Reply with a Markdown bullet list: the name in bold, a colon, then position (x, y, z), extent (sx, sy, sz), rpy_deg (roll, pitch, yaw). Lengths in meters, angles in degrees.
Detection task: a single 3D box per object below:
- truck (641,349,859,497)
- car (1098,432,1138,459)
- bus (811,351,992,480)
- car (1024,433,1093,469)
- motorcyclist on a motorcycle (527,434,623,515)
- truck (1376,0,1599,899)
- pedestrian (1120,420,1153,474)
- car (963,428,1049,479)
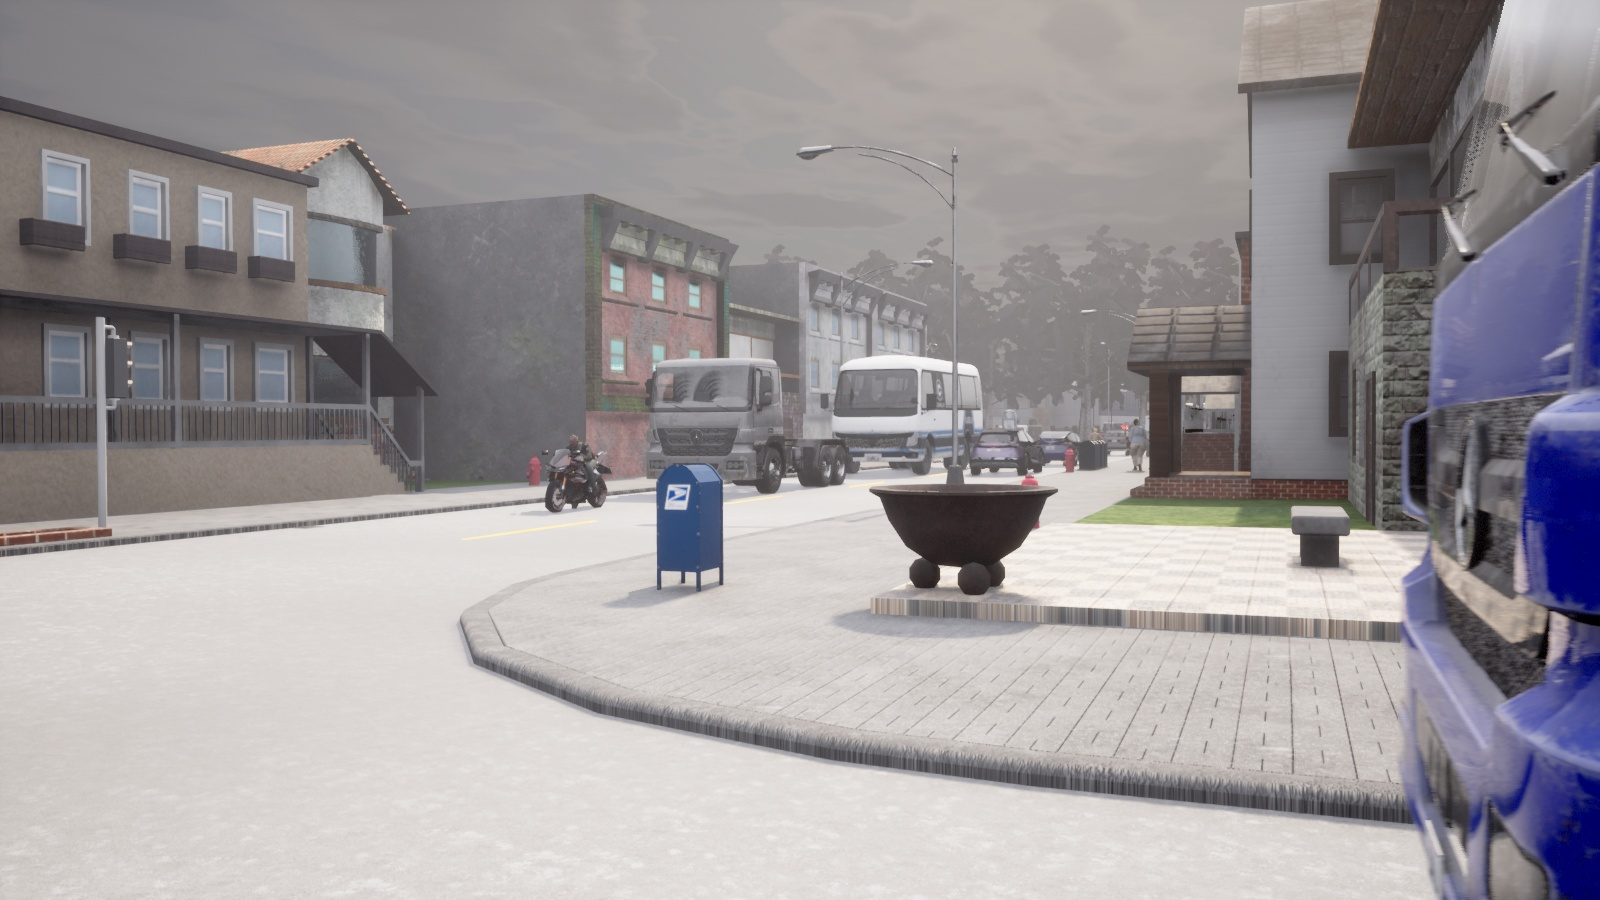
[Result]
- **truck**: position (-1.065, -0.698, 33.647), extent (2.891, 3.462, 7.936), rpy_deg (1, 1, 21)
- **car**: position (18.734, -0.306, 73.828), extent (1.789, 1.549, 3.705), rpy_deg (1, 1, 22)
- **bus**: position (4.086, -1.287, 46.961), extent (3.944, 4.253, 10.273), rpy_deg (1, 2, 21)
- **car**: position (11.299, -0.005, 54.574), extent (2.163, 1.488, 4.792), rpy_deg (1, 1, 21)
- **motorcyclist on a motorcycle**: position (-4.441, 0.446, 24.945), extent (0.866, 1.530, 2.191), rpy_deg (1, 1, 21)
- **truck**: position (5.286, -0.164, 1.764), extent (7.936, 3.462, 2.891), rpy_deg (1, 1, 21)
- **pedestrian**: position (11.572, -0.111, 43.167), extent (0.874, 1.855, 0.900), rpy_deg (0, 1, -1)
- **car**: position (7.336, 0.076, 44.320), extent (2.033, 1.649, 4.856), rpy_deg (1, 1, 21)
